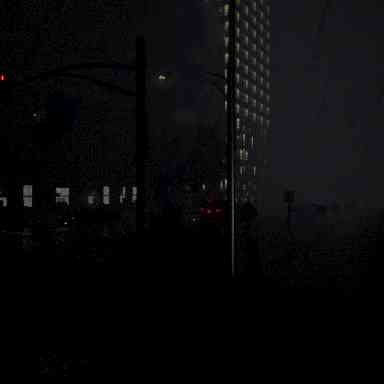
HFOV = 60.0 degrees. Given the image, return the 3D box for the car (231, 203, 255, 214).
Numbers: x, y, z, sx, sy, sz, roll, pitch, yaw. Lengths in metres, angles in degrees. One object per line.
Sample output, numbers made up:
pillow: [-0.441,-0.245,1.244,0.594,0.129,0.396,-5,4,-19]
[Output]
car: [7.506,2.386,48.798,1.994,1.385,4.181,0,-1,34]

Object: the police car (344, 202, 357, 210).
police car: [31.471,2.738,65.848,1.930,1.638,5.238,0,-1,33]

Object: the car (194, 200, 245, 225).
car: [2.816,1.712,29.165,2.150,2.045,5.566,0,-1,33]

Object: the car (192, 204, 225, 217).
car: [2.078,2.169,40.421,1.812,1.442,4.674,0,-1,33]

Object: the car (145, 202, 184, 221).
car: [-2.778,1.835,32.872,2.097,1.767,4.553,0,-1,33]

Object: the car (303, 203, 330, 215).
car: [16.985,2.376,45.225,1.837,1.490,4.892,0,-1,33]

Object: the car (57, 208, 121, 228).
car: [-7.692,1.921,25.228,1.895,1.301,4.718,0,-1,33]

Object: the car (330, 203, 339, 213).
car: [22.513,2.529,53.841,1.882,1.535,5.008,0,-1,33]

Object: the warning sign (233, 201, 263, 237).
warning sign: [3.127,1.454,18.539,1.300,1.860,1.060,1,1,33]

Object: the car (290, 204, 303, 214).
car: [16.320,2.536,50.203,1.895,1.301,4.718,0,-1,33]
